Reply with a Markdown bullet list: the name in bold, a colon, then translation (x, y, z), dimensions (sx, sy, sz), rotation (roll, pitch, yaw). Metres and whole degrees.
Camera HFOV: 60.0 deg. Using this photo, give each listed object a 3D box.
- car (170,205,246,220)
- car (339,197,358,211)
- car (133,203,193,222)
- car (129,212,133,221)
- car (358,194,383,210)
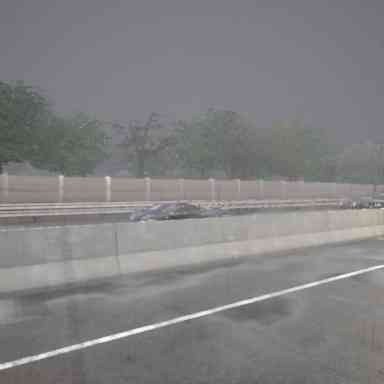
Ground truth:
- **car**: translation (1.249, 1.570, 17.755), dimensions (4.181, 1.385, 1.994), rotation (0, 0, -35)
- **car**: translation (19.316, 1.376, 39.039), dimensions (4.553, 1.767, 2.097), rotation (0, 0, -35)
- **car**: translation (-0.862, 1.511, 20.550), dimensions (4.892, 1.490, 1.837), rotation (0, 0, -35)
- **car**: translation (-2.178, 1.532, 23.907), dimensions (4.674, 1.442, 1.812), rotation (0, 0, -35)
- **car**: translation (20.595, 1.245, 35.676), dimensions (5.566, 2.045, 2.150), rotation (0, 0, -35)
